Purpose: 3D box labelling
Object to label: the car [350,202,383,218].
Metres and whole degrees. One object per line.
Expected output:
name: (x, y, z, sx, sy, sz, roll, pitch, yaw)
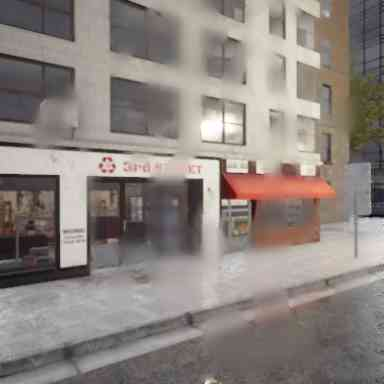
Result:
car: (16.012, 1.580, 27.903, 2.033, 1.411, 5.357, 0, 0, -34)
